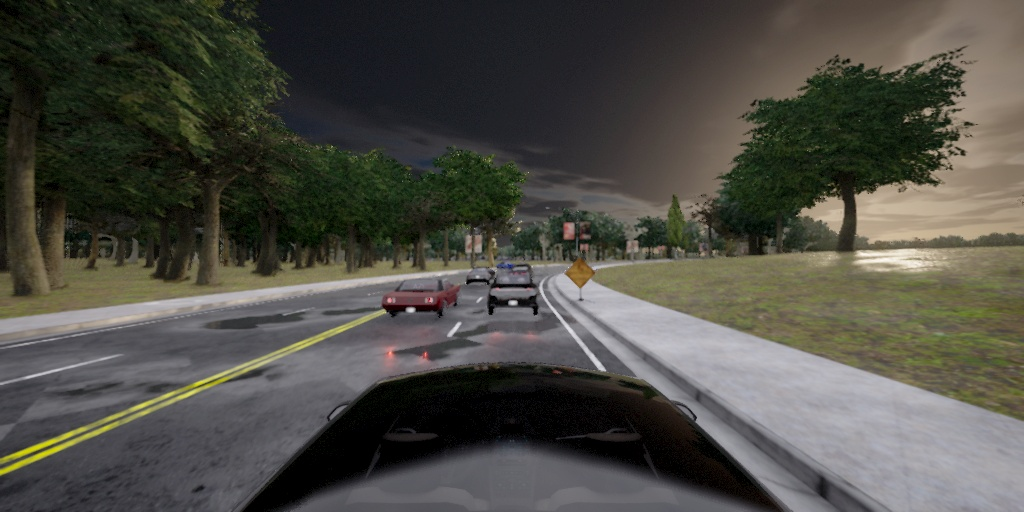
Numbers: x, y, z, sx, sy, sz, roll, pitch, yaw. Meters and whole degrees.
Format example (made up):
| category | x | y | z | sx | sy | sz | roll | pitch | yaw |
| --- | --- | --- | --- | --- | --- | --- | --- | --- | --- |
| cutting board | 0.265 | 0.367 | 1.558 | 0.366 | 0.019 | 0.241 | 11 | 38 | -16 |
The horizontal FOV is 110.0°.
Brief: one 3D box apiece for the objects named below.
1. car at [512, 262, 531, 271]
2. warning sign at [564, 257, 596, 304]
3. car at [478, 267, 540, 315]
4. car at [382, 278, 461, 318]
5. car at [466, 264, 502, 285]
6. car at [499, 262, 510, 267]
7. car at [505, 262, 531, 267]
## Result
| category | x | y | z | sx | sy | sz | roll | pitch | yaw |
| --- | --- | --- | --- | --- | --- | --- | --- | --- | --- |
| car | 1.663 | 1.772 | 62.225 | 1.994 | 1.385 | 4.181 | -1 | 0 | 20 |
| warning sign | 2.854 | 0.989 | 14.862 | 1.300 | 1.860 | 1.060 | 0 | 0 | 0 |
| car | 0.083 | 1.360 | 14.289 | 2.128 | 1.511 | 4.902 | 0 | 0 | 1 |
| car | -3.185 | 1.463 | 13.654 | 1.895 | 1.301 | 4.718 | 0 | -1 | 1 |
| car | -2.368 | 1.557 | 29.267 | 1.994 | 1.385 | 4.181 | 0 | 0 | 7 |
| car | -1.324 | 1.720 | 63.481 | 1.882 | 1.535 | 5.008 | -1 | 0 | 20 |
| car | 0.856 | 1.487 | 28.921 | 1.837 | 1.490 | 4.892 | 0 | 0 | 7 |
